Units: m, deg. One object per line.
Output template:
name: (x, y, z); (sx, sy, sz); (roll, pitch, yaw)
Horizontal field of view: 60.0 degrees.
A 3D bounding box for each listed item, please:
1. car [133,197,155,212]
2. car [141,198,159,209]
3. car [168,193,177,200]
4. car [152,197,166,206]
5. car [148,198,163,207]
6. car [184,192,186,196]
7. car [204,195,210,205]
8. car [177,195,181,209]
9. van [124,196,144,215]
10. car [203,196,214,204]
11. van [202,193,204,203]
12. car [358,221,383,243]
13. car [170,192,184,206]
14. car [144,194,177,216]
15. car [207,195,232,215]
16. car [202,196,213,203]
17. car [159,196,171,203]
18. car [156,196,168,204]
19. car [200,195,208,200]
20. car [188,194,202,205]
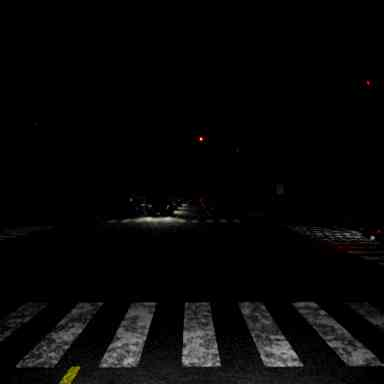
car: (-5.610, 1.428, 39.008); (1.967, 1.590, 4.097); (0, 0, 0)
car: (-5.573, 1.552, 44.677); (1.947, 1.339, 4.313); (0, 0, 0)
car: (-5.280, 1.274, 90.022); (2.192, 1.841, 5.009); (0, 0, 0)
car: (-5.500, 1.548, 56.013); (1.947, 1.339, 4.313); (0, 0, 0)
car: (-5.537, 1.566, 50.345); (1.802, 1.307, 4.206); (0, 0, 0)
car: (-2.653, 1.331, 62.329); (2.097, 1.767, 4.553); (0, 0, 1)
car: (2.952, 1.427, 44.625); (1.967, 1.590, 4.097); (0, 0, 0)
car: (-2.831, 1.465, 41.976); (1.882, 1.535, 5.008); (0, 0, 1)
van: (-5.647, 1.331, 33.340); (1.690, 1.788, 3.998); (0, 0, 0)
car: (3.063, 1.504, 61.802); (1.752, 1.417, 4.829); (0, 0, 0)
van: (3.025, 1.323, 55.963); (1.690, 1.788, 3.998); (0, 0, 0)
car: (9.733, 1.612, 13.884); (4.718, 1.301, 1.895); (0, 0, 0)
car: (-2.760, 1.205, 52.103); (2.150, 2.045, 5.566); (0, 0, 1)
car: (-2.937, 1.342, 32.038); (2.097, 1.767, 4.553); (0, 0, 2)
car: (2.878, 1.430, 33.287); (1.967, 1.590, 4.097); (0, 0, 0)
car: (3.099, 1.527, 67.302); (2.008, 1.369, 4.403); (0, 0, 0)
car: (-5.426, 1.542, 67.349); (1.947, 1.339, 4.313); (0, 0, 0)
car: (-5.464, 1.504, 61.511); (1.752, 1.417, 4.829); (0, 0, 0)
car: (3.246, 1.525, 89.979); (1.947, 1.339, 4.313); (0, 0, 0)
car: (0.468, 1.507, 57.478); (1.812, 1.442, 4.674); (0, 0, 0)
